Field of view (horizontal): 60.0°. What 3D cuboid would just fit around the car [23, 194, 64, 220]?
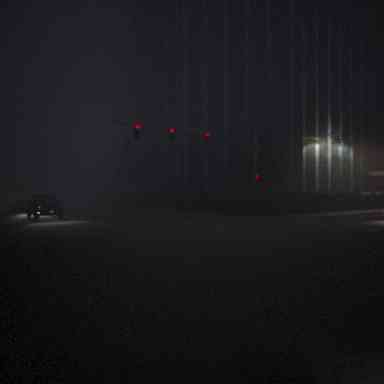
[{"bbox_3d":[-12.624,1.185,28.458,2.150,2.045,5.566,0,0,-35],"label":"car"}]

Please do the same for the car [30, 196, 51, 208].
[{"bbox_3d":[-22.117,1.418,48.537,1.882,1.535,5.008,0,0,-35],"label":"car"}]

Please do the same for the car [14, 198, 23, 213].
[{"bbox_3d":[-18.580,1.454,37.029,2.128,1.511,4.902,0,0,-35],"label":"car"}]
